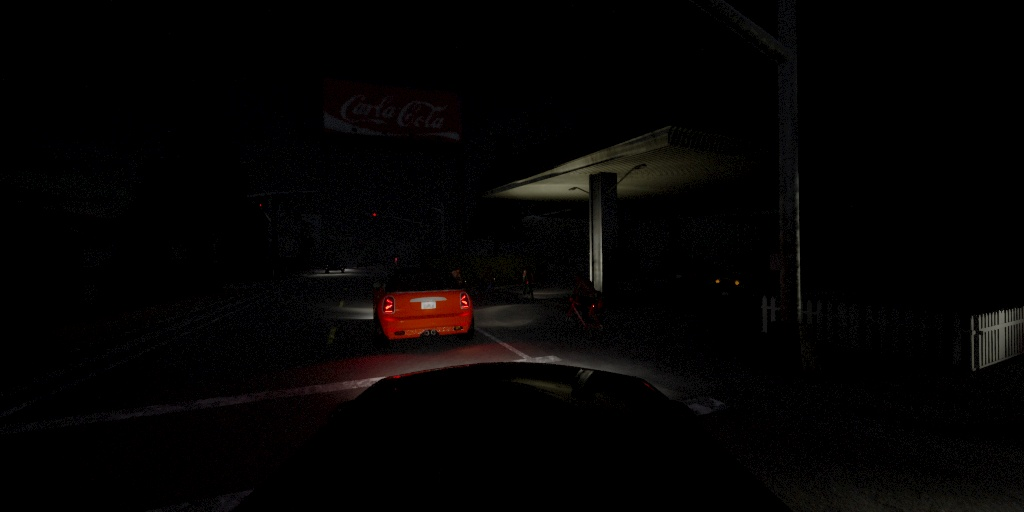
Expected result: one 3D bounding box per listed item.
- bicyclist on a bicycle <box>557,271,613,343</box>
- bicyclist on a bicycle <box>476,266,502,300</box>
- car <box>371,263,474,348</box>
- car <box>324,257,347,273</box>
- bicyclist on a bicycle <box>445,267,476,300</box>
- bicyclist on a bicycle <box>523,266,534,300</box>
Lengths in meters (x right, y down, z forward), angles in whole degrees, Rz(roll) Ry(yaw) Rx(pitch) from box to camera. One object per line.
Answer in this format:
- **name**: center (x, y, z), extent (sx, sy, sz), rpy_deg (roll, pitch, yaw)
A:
- **bicyclist on a bicycle**: center (1.719, 1.199, 8.651), extent (0.582, 1.620, 1.656), rpy_deg (3, -2, -42)
- **bicyclist on a bicycle**: center (-1.285, 1.344, 17.750), extent (1.656, 1.620, 0.582), rpy_deg (0, 0, -21)
- **car**: center (-2.527, 1.057, 9.444), extent (2.097, 1.767, 4.553), rpy_deg (-1, 0, -22)
- **car**: center (-23.614, 1.211, 47.848), extent (2.150, 2.045, 5.566), rpy_deg (-1, 0, -25)
- **bicyclist on a bicycle**: center (-2.595, 1.318, 16.371), extent (1.656, 1.620, 0.582), rpy_deg (1, 0, 37)
- **bicyclist on a bicycle**: center (0.824, 1.332, 17.861), extent (0.582, 1.620, 1.656), rpy_deg (-1, 0, 16)
